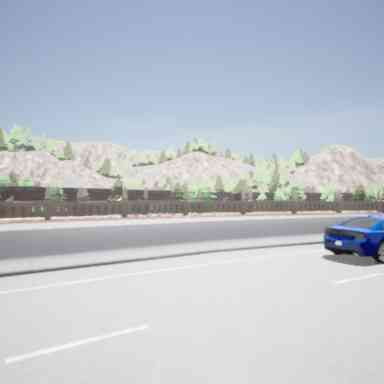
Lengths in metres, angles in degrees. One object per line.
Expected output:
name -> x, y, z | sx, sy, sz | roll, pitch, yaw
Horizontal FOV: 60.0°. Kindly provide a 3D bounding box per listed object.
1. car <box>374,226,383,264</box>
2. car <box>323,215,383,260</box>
car -> 7.396, 1.659, 8.627 | 5.357, 1.411, 2.033 | 1, 0, -29
car -> 7.174, 1.609, 12.439 | 5.008, 1.535, 1.882 | 0, 0, -27
